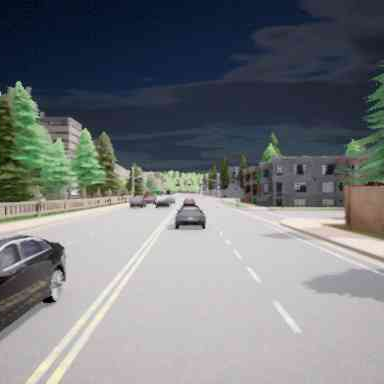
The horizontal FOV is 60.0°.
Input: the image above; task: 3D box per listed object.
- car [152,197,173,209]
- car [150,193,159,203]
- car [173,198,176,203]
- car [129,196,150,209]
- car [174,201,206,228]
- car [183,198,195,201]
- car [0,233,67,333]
[{"bbox_3d":[-4.038,1.624,46.643,1.895,1.301,4.718,0,0,0],"label":"car"},{"bbox_3d":[-7.632,1.513,63.064,1.882,1.535,5.008,0,0,0],"label":"car"},{"bbox_3d":[-4.138,1.591,62.758,1.994,1.385,4.181,0,0,0],"label":"car"},{"bbox_3d":[-7.536,1.508,46.628,1.882,1.535,5.008,0,0,0],"label":"car"},{"bbox_3d":[-0.111,1.571,22.295,1.994,1.385,4.181,0,0,-1],"label":"car"},{"bbox_3d":[-0.412,1.581,52.625,1.994,1.385,4.181,0,0,-1],"label":"car"},{"bbox_3d":[-3.629,1.501,5.391,2.128,1.511,4.902,0,0,0],"label":"car"}]
